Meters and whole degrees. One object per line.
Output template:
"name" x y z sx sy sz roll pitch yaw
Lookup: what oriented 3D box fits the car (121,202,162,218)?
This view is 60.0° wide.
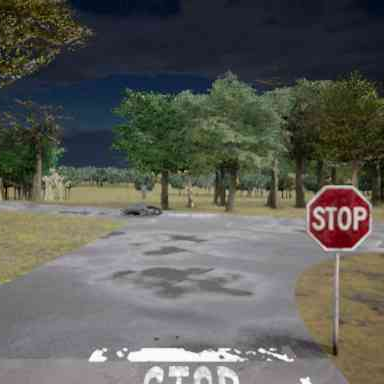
"car" -4.908 1.703 32.212 4.181 1.385 1.994 0 0 35
